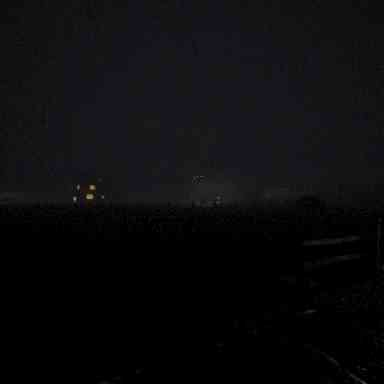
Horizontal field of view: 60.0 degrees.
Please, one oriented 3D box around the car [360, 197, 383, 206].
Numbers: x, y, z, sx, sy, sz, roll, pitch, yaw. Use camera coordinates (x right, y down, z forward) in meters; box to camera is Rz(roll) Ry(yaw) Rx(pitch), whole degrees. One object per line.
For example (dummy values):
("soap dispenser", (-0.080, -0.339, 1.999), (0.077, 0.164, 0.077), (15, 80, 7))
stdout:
("car", (32.329, 1.744, 58.802), (1.837, 1.490, 4.892), (0, 1, -35))
